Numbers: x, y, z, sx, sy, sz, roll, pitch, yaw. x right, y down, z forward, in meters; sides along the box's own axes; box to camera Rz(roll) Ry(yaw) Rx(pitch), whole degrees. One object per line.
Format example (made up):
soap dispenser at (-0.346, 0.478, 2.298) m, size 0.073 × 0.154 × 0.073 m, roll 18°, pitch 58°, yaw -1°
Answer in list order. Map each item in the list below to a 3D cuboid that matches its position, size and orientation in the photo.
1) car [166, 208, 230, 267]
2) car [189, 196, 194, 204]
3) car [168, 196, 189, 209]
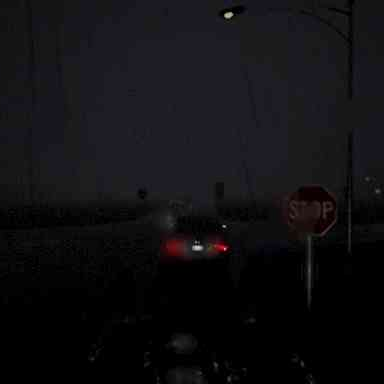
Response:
car at (0.195, 1.482, 11.124) m, size 2.033 × 1.411 × 5.357 m, roll 0°, pitch 0°, yaw 1°
car at (-0.812, 1.264, 55.525) m, size 1.895 × 1.301 × 4.718 m, roll 0°, pitch 0°, yaw 4°
car at (-1.761, 1.287, 40.142) m, size 1.812 × 1.442 × 4.674 m, roll 0°, pitch 0°, yaw 3°
